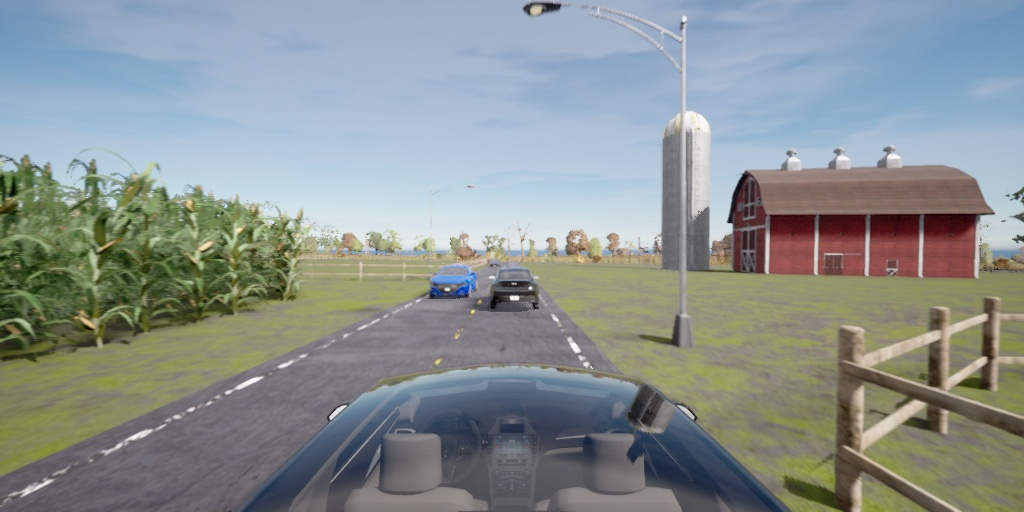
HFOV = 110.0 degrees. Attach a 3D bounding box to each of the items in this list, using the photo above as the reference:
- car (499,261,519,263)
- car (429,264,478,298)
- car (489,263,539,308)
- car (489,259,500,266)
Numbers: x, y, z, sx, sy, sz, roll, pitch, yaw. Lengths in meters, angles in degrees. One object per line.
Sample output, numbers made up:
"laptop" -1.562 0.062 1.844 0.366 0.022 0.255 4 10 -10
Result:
"car" 0.069 1.247 36.689 2.033 1.411 5.357 0 0 0
"car" -2.865 1.199 18.339 1.882 1.535 5.008 0 0 0
"car" 0.090 1.231 15.048 1.837 1.490 4.892 0 0 0
"car" -2.831 1.228 60.037 2.033 1.411 5.357 0 0 1
